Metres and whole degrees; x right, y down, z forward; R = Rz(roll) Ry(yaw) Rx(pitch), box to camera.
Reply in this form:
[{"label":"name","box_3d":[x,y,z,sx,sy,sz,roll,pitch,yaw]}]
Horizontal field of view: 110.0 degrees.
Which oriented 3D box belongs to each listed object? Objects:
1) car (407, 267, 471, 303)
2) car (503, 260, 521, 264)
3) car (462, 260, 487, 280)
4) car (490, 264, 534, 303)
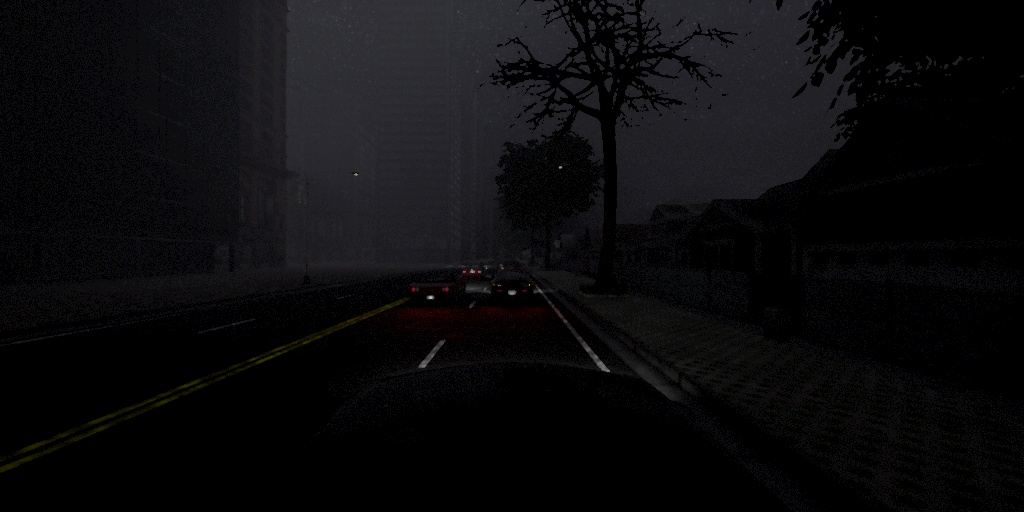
[{"label":"car","box_3d":[-3.250,1.368,16.530,1.895,1.301,4.718,0,0,0]},{"label":"car","box_3d":[0.000,1.133,31.472,2.097,1.767,4.553,0,0,0]},{"label":"car","box_3d":[-3.250,1.330,31.502,2.033,1.411,5.357,0,0,0]},{"label":"car","box_3d":[0.000,1.284,16.500,1.812,1.442,4.674,0,0,0]}]
